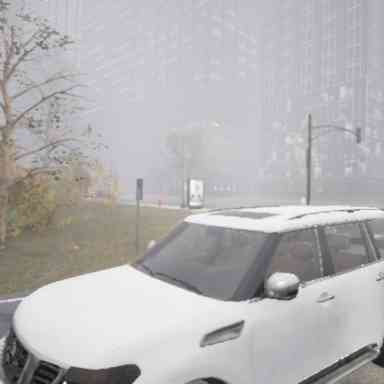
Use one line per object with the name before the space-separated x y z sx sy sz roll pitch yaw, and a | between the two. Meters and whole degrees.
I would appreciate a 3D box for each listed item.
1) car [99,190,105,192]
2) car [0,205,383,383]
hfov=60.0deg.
car | -14.636 0.483 55.611 1.837 1.490 4.892 3 -1 -42
car | 0.777 1.231 4.113 5.566 2.045 2.150 0 0 -35
